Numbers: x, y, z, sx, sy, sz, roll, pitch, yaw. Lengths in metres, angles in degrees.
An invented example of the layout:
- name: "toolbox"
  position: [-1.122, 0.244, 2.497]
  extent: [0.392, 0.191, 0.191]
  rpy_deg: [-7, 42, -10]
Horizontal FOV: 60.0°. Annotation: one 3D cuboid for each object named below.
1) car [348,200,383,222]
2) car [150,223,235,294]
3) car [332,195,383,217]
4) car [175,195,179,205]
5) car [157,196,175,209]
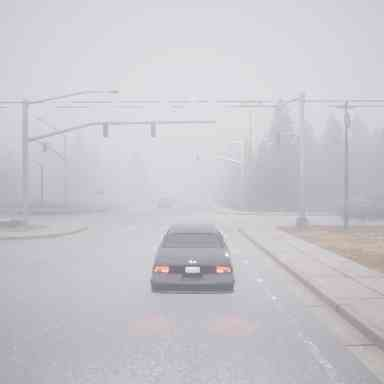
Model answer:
- name: "car"
  position: [14.876, 1.552, 25.859]
  extent: [4.674, 1.442, 1.812]
  rpy_deg: [0, 0, 0]
- name: "car"
  position: [0.031, 1.545, 8.940]
  extent: [2.033, 1.411, 5.357]
  rpy_deg: [0, 0, 0]
- name: "car"
  position: [15.536, 1.248, 29.592]
  extent: [5.566, 2.045, 2.150]
  rpy_deg: [0, 0, 1]
- name: "car"
  position: [-3.688, 1.491, 54.717]
  extent: [2.128, 1.511, 4.902]
  rpy_deg: [0, 0, 0]
- name: "car"
  position: [-3.693, 1.505, 45.065]
  extent: [1.837, 1.490, 4.892]
  rpy_deg: [0, 0, 0]
